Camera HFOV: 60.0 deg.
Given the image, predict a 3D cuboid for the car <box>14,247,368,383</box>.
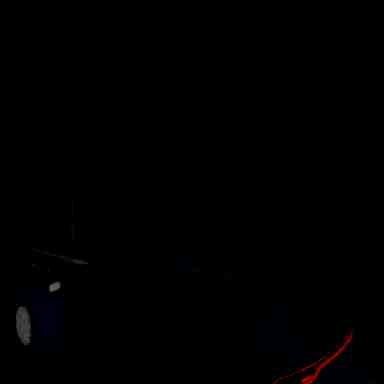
[{"bbox_3d":[-0.558,1.476,4.307,5.008,1.535,1.882,0,0,42],"label":"car"}]
